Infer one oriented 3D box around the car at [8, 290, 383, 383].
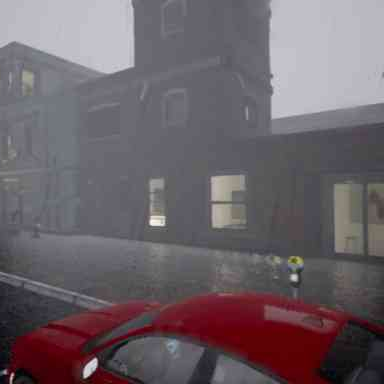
[{"bbox_3d":[0.234,1.551,2.725,4.507,1.381,1.887,0,-1,36],"label":"car"}]
